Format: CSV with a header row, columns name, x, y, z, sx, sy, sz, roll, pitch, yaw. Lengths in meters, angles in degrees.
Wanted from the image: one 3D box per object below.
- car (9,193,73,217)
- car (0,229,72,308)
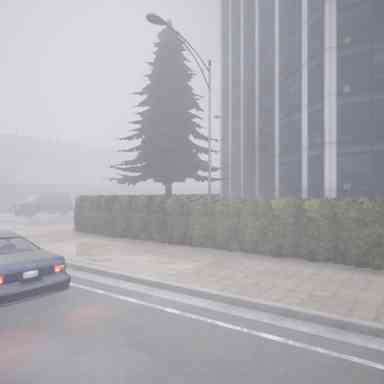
name,x,y,z,sx,sy,sz,roll,pitch,yaw
car,-13.777,1.160,30.766,2.150,2.045,5.566,0,1,35
car,-4.979,1.547,7.528,5.357,1.411,2.033,0,0,36
